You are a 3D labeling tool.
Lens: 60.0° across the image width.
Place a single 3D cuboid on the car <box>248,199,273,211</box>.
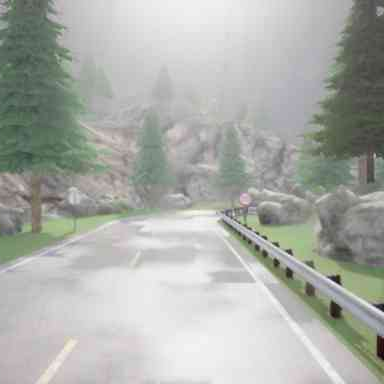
[{"bbox_3d":[8.510,1.538,38.656,4.181,1.385,1.994,0,0,-31],"label":"car"}]
